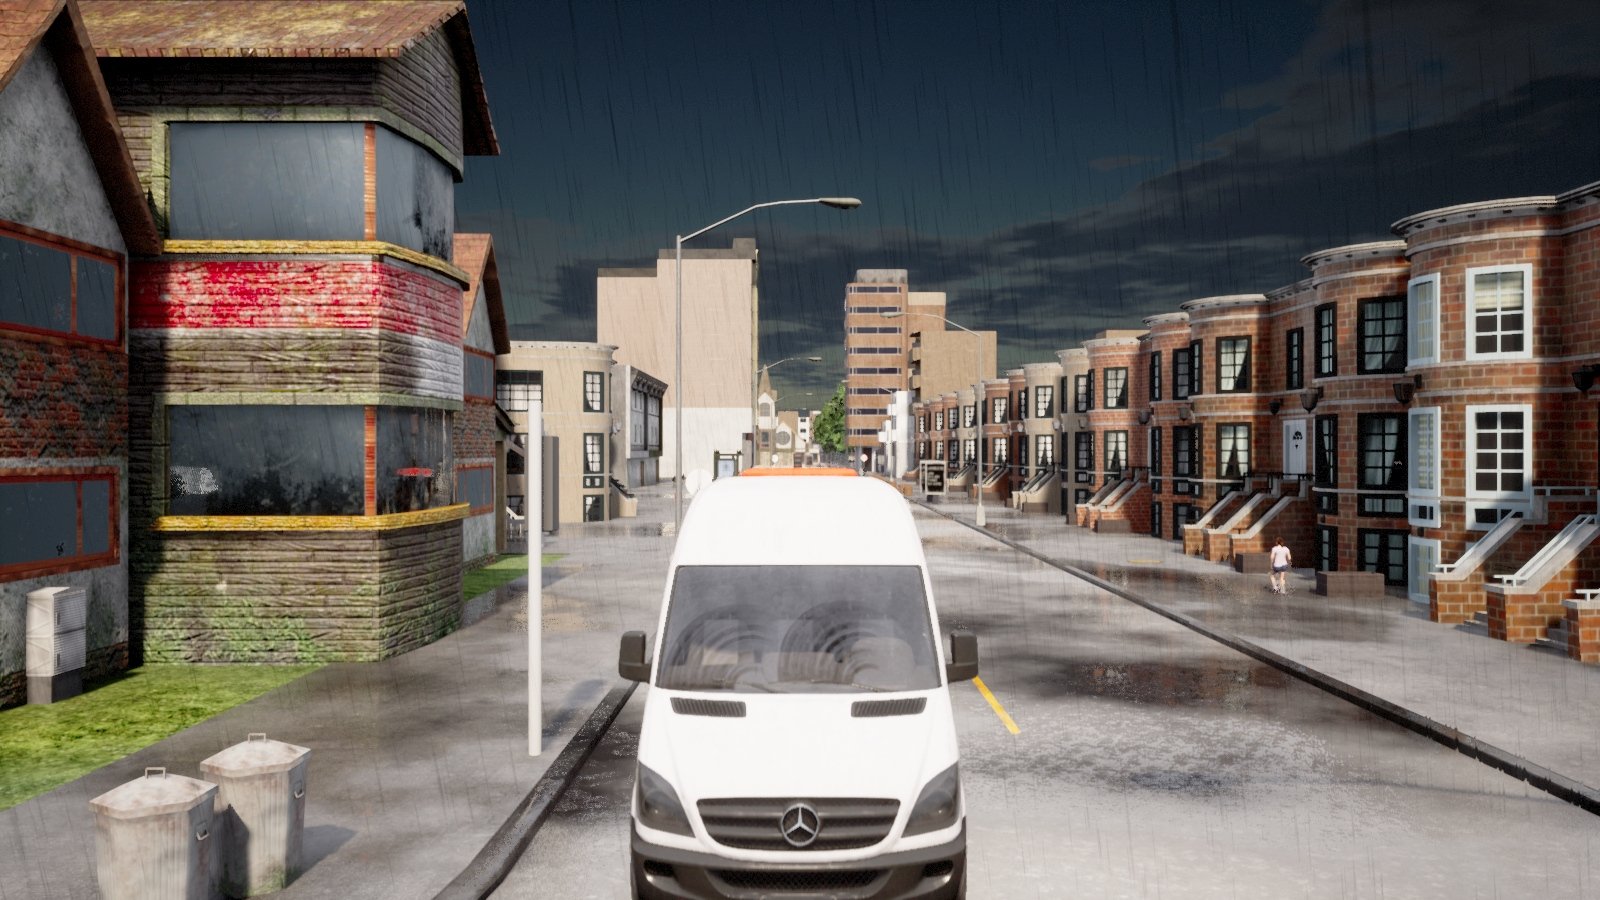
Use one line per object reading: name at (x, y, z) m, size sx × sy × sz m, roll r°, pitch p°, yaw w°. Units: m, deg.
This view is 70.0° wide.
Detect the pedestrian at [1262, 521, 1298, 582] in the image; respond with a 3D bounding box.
pedestrian at (9.007, 1.904, 21.458) m, size 0.500 × 1.100 × 0.500 m, roll 0°, pitch 0°, yaw 6°

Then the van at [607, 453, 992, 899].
van at (-0.003, 1.314, 8.862) m, size 1.988 × 2.561 × 5.915 m, roll 0°, pitch 0°, yaw 0°
